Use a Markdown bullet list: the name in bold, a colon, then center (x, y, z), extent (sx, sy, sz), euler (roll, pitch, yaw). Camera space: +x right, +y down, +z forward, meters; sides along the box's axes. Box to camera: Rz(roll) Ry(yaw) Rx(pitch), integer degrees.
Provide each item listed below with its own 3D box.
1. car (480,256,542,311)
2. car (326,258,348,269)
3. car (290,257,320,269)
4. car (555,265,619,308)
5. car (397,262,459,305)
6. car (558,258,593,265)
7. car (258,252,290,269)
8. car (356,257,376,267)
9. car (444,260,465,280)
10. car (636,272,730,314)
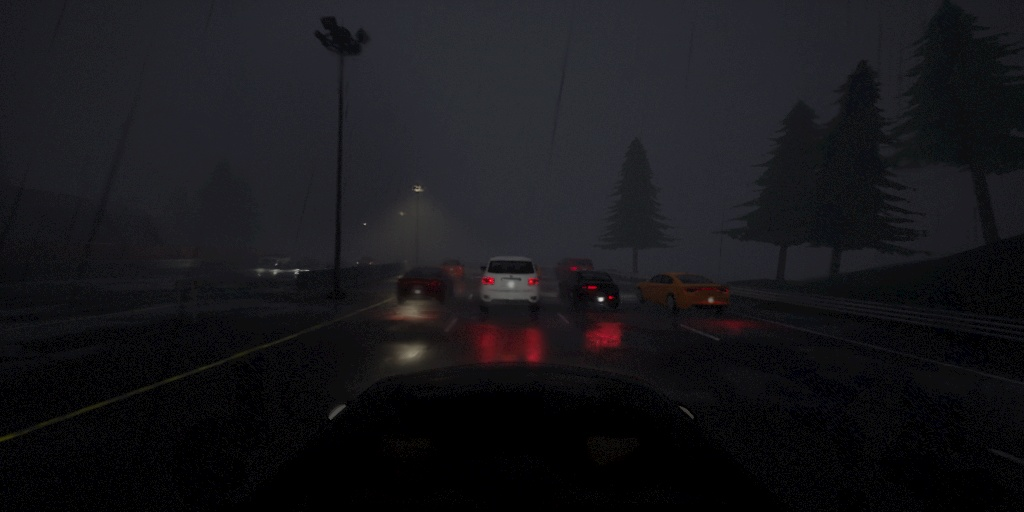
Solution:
- **car**: center (-0.131, 1.018, 14.816), extent (2.150, 2.045, 5.566), euler (1, 0, -2)
- **car**: center (-22.762, 1.004, 46.854), extent (2.033, 1.411, 5.357), euler (1, 0, -14)
- **car**: center (-26.227, 0.878, 46.152), extent (2.128, 1.511, 4.902), euler (1, 0, -15)
- **car**: center (3.301, 1.374, 16.056), extent (1.837, 1.490, 4.892), euler (1, 0, -2)
- **car**: center (-3.712, 1.205, 16.120), extent (1.882, 1.535, 5.008), euler (1, 0, -3)
- **car**: center (5.410, 1.188, 31.332), extent (2.150, 2.045, 5.566), euler (1, 0, -8)
- **car**: center (-29.460, 0.539, 44.739), extent (2.150, 2.045, 5.566), euler (1, -1, -15)
- **car**: center (-19.580, 0.877, 48.349), extent (2.097, 1.767, 4.553), euler (1, 0, -15)
- **car**: center (-5.159, 1.103, 31.065), extent (2.097, 1.767, 4.553), euler (1, 0, -8)
- **car**: center (6.848, 1.412, 14.973), extent (1.882, 1.535, 5.008), euler (1, -1, -2)
